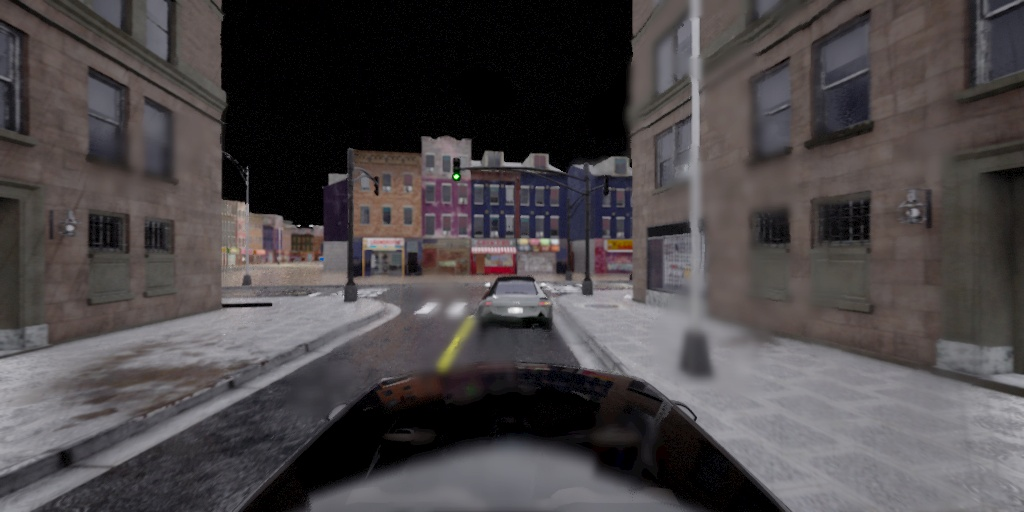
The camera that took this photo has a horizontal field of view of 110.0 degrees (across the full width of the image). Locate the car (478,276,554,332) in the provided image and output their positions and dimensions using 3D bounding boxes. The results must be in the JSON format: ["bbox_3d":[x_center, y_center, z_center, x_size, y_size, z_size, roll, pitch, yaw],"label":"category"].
[{"bbox_3d":[0.113,1.281,10.706,1.994,1.385,4.181,0,0,0],"label":"car"}]

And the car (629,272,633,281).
[{"bbox_3d":[10.048,1.213,24.104,4.181,1.385,1.994,0,0,-10],"label":"car"}]
